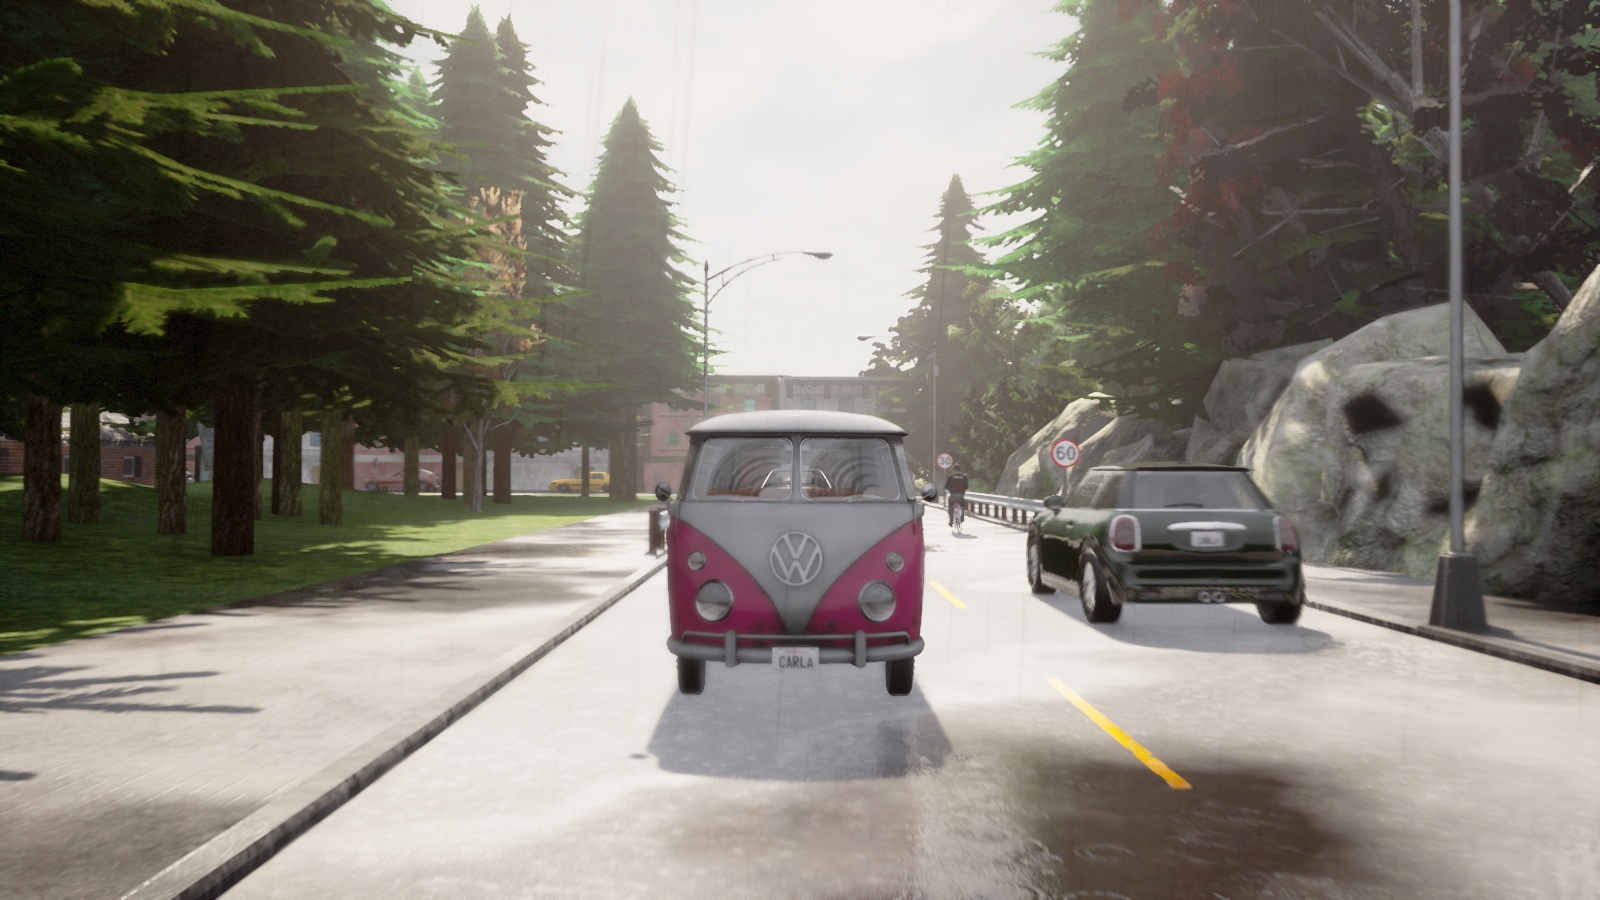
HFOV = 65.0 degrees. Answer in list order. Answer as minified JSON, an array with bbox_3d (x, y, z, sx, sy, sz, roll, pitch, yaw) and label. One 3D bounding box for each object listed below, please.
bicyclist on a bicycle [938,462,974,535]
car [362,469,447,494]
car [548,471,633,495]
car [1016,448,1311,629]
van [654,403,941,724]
[{"bbox_3d":[3.905,1.198,31.600,0.659,1.776,1.843,0,0,0],"label":"bicyclist on a bicycle"},{"bbox_3d":[-26.335,2.101,83.782,5.027,1.651,2.152,0,-1,0],"label":"car"},{"bbox_3d":[-13.941,2.213,83.821,5.366,1.575,1.801,0,-1,0],"label":"car"},{"bbox_3d":[3.965,0.902,14.624,2.097,1.767,4.553,0,-1,0],"label":"car"},{"bbox_3d":[-0.025,0.734,10.024,1.775,1.987,4.442,0,-1,0],"label":"van"}]
